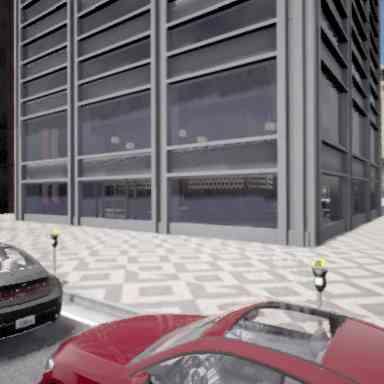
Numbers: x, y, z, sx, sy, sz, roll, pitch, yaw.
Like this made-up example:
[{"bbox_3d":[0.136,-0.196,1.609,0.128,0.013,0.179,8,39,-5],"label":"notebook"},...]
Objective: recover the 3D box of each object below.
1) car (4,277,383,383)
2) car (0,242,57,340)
[{"bbox_3d":[0.521,1.583,2.595,4.206,1.307,1.802,0,0,35],"label":"car"},{"bbox_3d":[-4.070,1.561,5.867,4.403,1.369,2.008,0,0,35],"label":"car"}]
